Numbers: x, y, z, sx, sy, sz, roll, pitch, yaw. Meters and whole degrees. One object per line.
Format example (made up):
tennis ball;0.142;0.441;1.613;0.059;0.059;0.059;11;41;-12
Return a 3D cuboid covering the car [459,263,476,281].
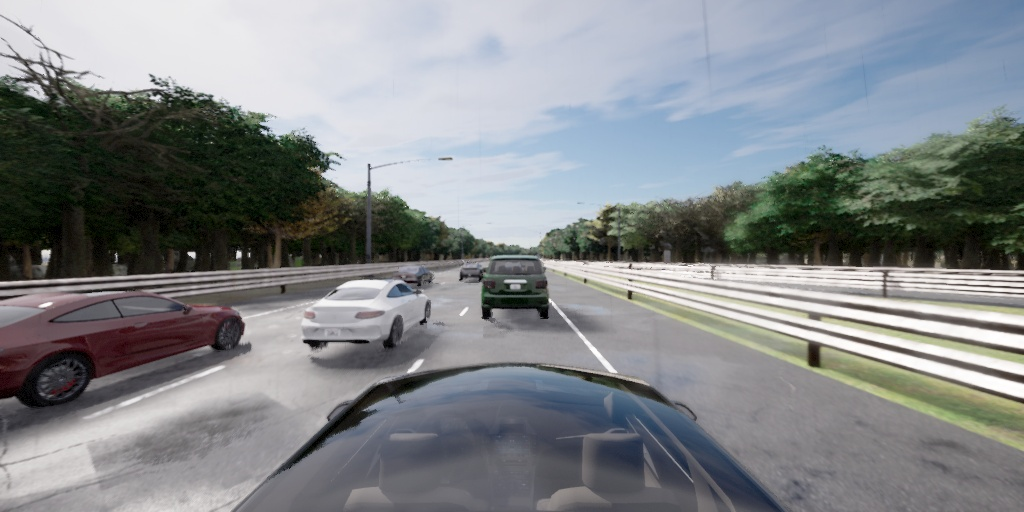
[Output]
car;-3.396;1.339;31.238;2.128;1.511;4.902;0;0;0

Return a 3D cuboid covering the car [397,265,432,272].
car;-6.895;1.367;25.275;2.033;1.411;5.357;1;0;0

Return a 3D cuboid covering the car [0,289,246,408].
car;-6.903;1.289;6.088;1.812;1.442;4.674;0;0;0

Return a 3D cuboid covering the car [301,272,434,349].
car;-3.398;1.297;9.101;1.812;1.442;4.674;0;0;0

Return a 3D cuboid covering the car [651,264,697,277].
car;17.295;1.548;38.512;2.033;1.411;5.357;0;0;-17

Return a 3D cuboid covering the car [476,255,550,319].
car;0.102;1.006;13.150;2.150;2.045;5.566;0;0;0
